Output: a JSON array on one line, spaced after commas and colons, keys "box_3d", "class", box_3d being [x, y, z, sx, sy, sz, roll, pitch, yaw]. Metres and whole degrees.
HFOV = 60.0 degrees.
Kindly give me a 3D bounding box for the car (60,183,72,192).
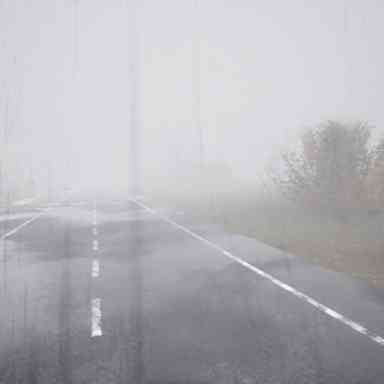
[{"box_3d": [-24.204, -0.927, 63.822, 1.837, 1.490, 4.892, -3, 3, -16], "class": "car"}]
